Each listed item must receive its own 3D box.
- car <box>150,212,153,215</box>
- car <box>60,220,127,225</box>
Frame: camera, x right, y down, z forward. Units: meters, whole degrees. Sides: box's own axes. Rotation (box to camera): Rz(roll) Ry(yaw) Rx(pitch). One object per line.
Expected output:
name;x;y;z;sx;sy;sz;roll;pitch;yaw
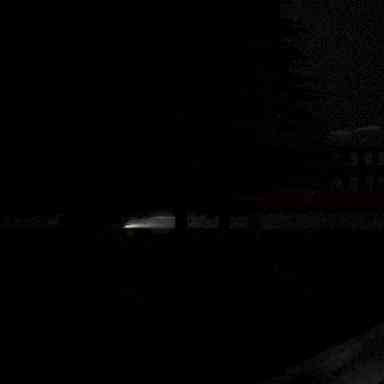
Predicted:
car;-5.753;1.486;28.848;4.674;1.442;1.812;0;0;3
car;-6.452;1.540;21.868;4.181;1.385;1.994;0;0;3
